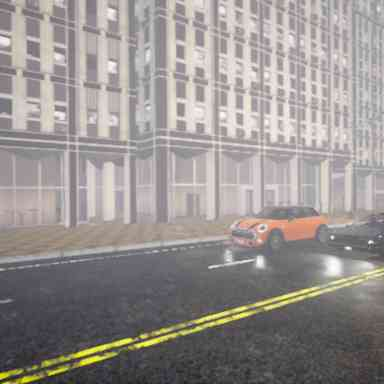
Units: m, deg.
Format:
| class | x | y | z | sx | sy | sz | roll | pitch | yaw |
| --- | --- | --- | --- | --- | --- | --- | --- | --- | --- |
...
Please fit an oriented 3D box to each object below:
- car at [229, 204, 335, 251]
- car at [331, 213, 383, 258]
| class | x | y | z | sx | sy | sz | roll | pitch | yaw |
| --- | --- | --- | --- | --- | --- | --- | --- | --- | --- |
| car | 3.747 | 1.358 | 14.286 | 4.553 | 1.767 | 2.097 | 0 | 0 | -35 |
| car | 7.572 | 1.557 | 13.000 | 5.357 | 1.411 | 2.033 | 0 | 0 | -35 |
